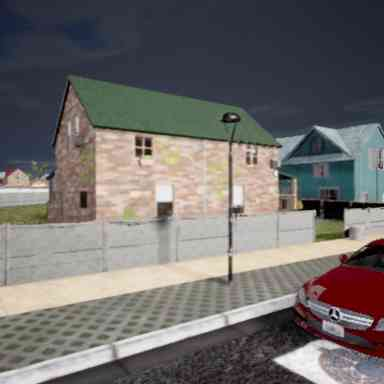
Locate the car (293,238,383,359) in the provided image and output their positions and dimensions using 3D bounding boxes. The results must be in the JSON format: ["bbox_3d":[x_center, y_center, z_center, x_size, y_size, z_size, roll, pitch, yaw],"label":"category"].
[{"bbox_3d":[3.758,1.553,5.735,4.674,1.442,1.812,0,0,-35],"label":"car"}]
